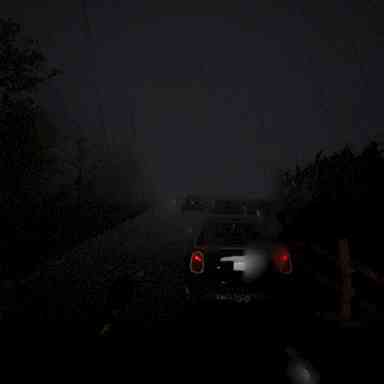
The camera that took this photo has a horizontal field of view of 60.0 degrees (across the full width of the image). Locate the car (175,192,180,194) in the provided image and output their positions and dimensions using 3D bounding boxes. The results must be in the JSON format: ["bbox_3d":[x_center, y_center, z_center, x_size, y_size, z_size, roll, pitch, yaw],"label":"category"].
[{"bbox_3d":[-2.765,0.796,67.834,2.097,1.767,4.553,0,1,0],"label":"car"}]

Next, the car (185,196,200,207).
[{"bbox_3d":[0.045,1.255,44.994,1.895,1.301,4.718,0,1,0],"label":"car"}]

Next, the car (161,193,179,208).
[{"bbox_3d":[-2.858,1.208,41.608,1.812,1.442,4.674,0,0,0],"label":"car"}]

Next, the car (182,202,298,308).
[{"bbox_3d":[0.899,1.294,7.948,2.097,1.767,4.553,0,0,1],"label":"car"}]

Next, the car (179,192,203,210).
[{"bbox_3d":[0.059,1.093,34.418,2.097,1.767,4.553,0,0,0],"label":"car"}]
